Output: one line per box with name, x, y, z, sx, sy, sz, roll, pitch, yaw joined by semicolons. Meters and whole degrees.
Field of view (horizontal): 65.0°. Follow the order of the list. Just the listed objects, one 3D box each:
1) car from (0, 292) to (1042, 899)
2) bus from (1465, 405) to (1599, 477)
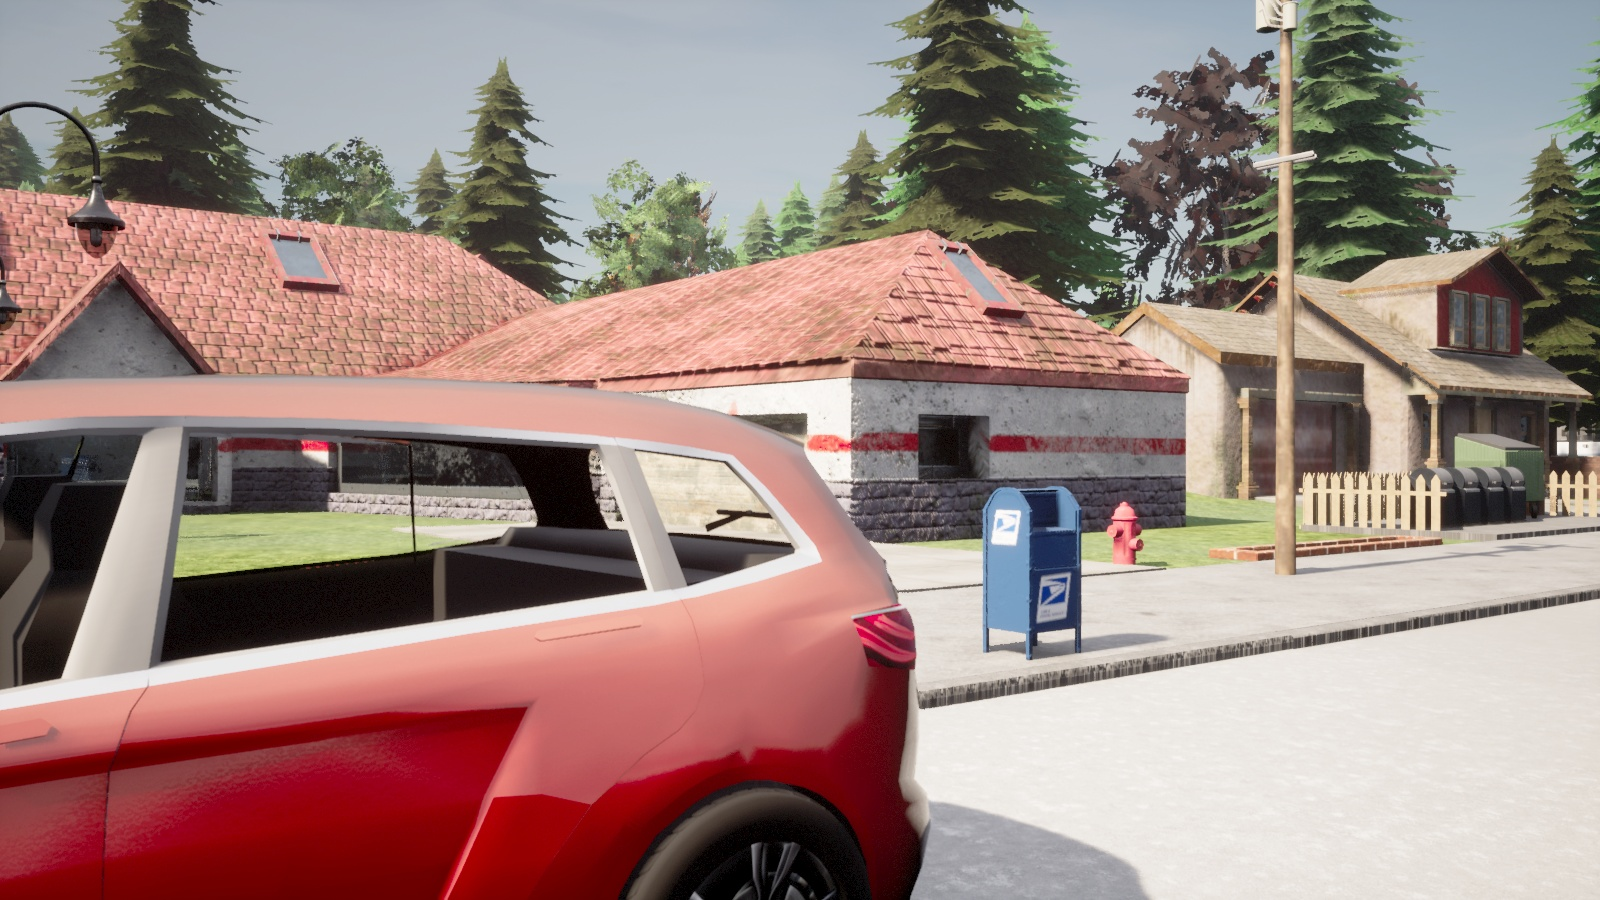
car;-1.883;0.594;2.838;4.611;1.667;2.242;-1;0;-37
bus;47.497;-0.542;77.922;3.944;4.253;10.273;0;0;-37
